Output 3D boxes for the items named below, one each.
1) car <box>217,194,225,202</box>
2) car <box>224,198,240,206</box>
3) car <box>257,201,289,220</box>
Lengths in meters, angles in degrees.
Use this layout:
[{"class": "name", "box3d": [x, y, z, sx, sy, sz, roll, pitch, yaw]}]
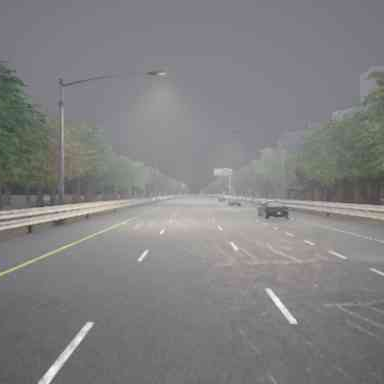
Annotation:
[{"class": "car", "box3d": [7.426, 1.819, 82.914, 1.812, 1.442, 4.674, 0, 0, 1]}, {"class": "car", "box3d": [7.219, 1.793, 57.926, 1.895, 1.301, 4.718, 0, 0, 0]}, {"class": "car", "box3d": [7.066, 1.575, 29.389, 1.882, 1.535, 5.008, 0, 0, 0]}]
